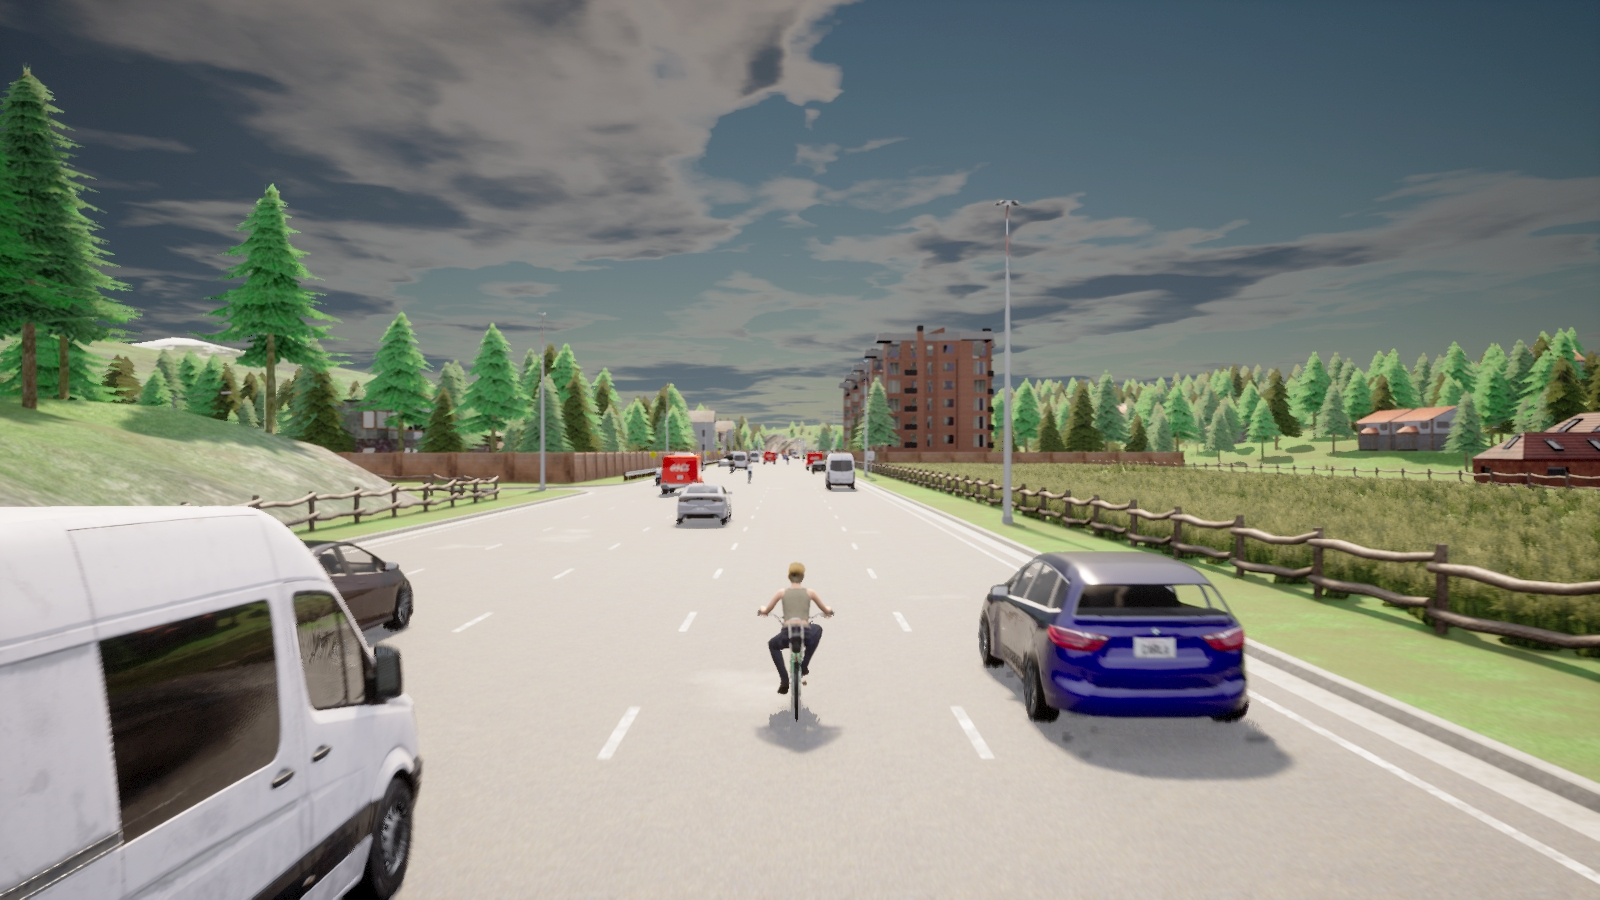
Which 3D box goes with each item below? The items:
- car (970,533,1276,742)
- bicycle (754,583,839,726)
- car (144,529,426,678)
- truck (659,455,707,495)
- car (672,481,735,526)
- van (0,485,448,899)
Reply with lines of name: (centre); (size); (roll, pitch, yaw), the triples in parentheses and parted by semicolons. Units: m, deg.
car: (3.451, 1.972, 13.296); (2.242, 1.667, 4.611); (0, 0, 0)
bicycle: (-0.041, 2.161, 12.335); (0.859, 1.276, 1.487); (0, 0, -1)
car: (-7.090, 2.043, 16.344); (2.007, 1.525, 4.514); (0, 0, 0)
truck: (-7.493, 1.586, 73.653); (2.627, 2.467, 5.204); (0, 0, -1)
car: (-3.719, 2.043, 44.915); (2.097, 1.535, 5.006); (0, 0, 0)
van: (-3.520, 1.536, 5.284); (1.988, 2.561, 5.915); (0, 0, 0)
